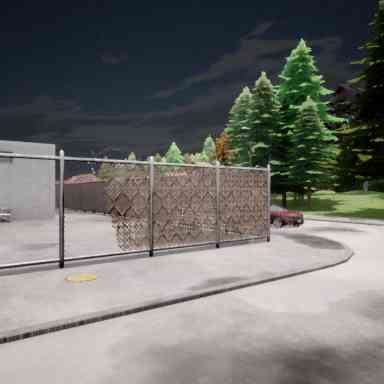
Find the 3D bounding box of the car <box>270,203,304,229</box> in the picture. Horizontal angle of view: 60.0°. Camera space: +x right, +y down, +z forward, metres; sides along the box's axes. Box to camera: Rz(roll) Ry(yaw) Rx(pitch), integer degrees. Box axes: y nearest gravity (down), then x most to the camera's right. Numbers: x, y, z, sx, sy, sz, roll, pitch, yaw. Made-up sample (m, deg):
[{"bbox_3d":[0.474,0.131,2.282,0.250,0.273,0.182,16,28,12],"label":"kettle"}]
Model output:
[{"bbox_3d":[5.034,1.478,22.060,1.882,1.535,5.008,0,0,-35],"label":"car"}]
